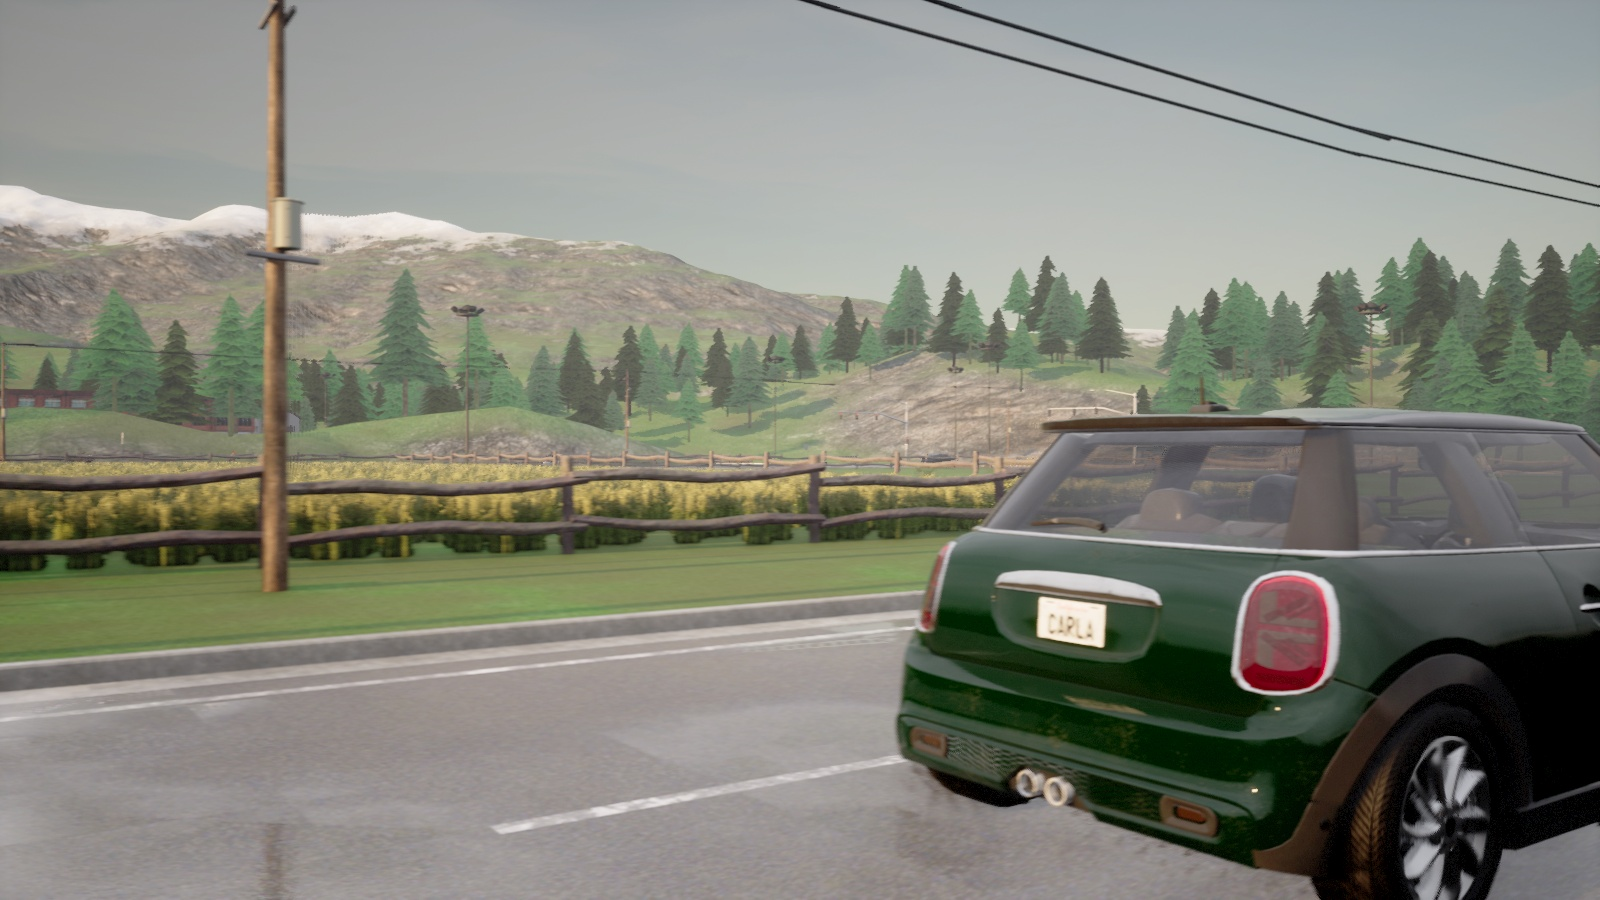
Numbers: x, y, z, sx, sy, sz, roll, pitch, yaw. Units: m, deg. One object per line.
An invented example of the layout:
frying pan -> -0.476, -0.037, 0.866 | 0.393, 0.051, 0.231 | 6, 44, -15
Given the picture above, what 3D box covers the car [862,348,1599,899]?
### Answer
car -> 2.723, 0.611, 5.554 | 4.553, 1.767, 2.097 | 0, 0, -35
